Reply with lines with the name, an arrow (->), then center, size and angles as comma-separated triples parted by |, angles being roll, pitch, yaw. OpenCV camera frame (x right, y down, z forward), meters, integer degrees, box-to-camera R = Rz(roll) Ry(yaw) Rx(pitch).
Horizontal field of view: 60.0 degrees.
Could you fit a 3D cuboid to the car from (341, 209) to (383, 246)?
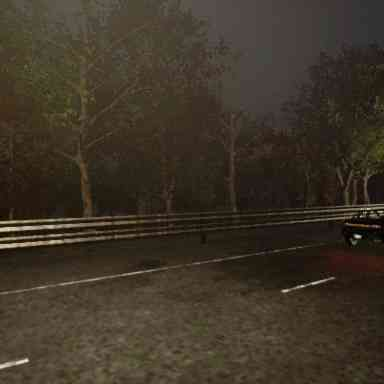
car -> 8.323, 1.498, 14.198 | 4.902, 1.511, 2.128 | 0, 0, -36
